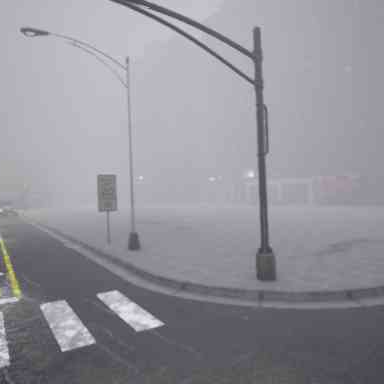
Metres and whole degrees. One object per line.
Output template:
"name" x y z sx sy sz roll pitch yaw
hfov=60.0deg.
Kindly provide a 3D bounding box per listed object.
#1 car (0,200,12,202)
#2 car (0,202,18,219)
"car" -26.564 2.174 47.184 2.150 2.045 5.566 -2 0 -31
"car" -21.350 2.283 38.708 1.812 1.442 4.674 -2 0 -31
